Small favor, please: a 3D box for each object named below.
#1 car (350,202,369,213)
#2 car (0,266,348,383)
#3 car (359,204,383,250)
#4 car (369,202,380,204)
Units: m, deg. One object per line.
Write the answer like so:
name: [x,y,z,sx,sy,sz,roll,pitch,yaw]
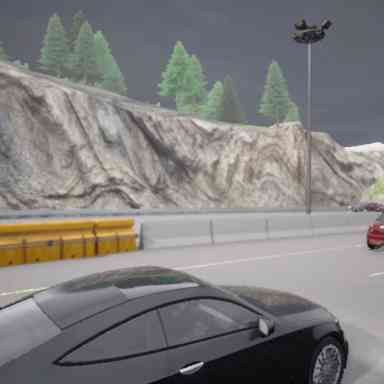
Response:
car: [23.077,2.045,43.740,4.892,1.490,1.837,1,-1,-20]
car: [-0.292,1.547,3.448,4.674,1.442,1.812,1,-1,-36]
car: [9.421,1.542,13.870,4.553,1.767,2.097,1,-1,-30]
car: [24.639,2.010,40.594,5.008,1.535,1.882,1,-1,-20]
